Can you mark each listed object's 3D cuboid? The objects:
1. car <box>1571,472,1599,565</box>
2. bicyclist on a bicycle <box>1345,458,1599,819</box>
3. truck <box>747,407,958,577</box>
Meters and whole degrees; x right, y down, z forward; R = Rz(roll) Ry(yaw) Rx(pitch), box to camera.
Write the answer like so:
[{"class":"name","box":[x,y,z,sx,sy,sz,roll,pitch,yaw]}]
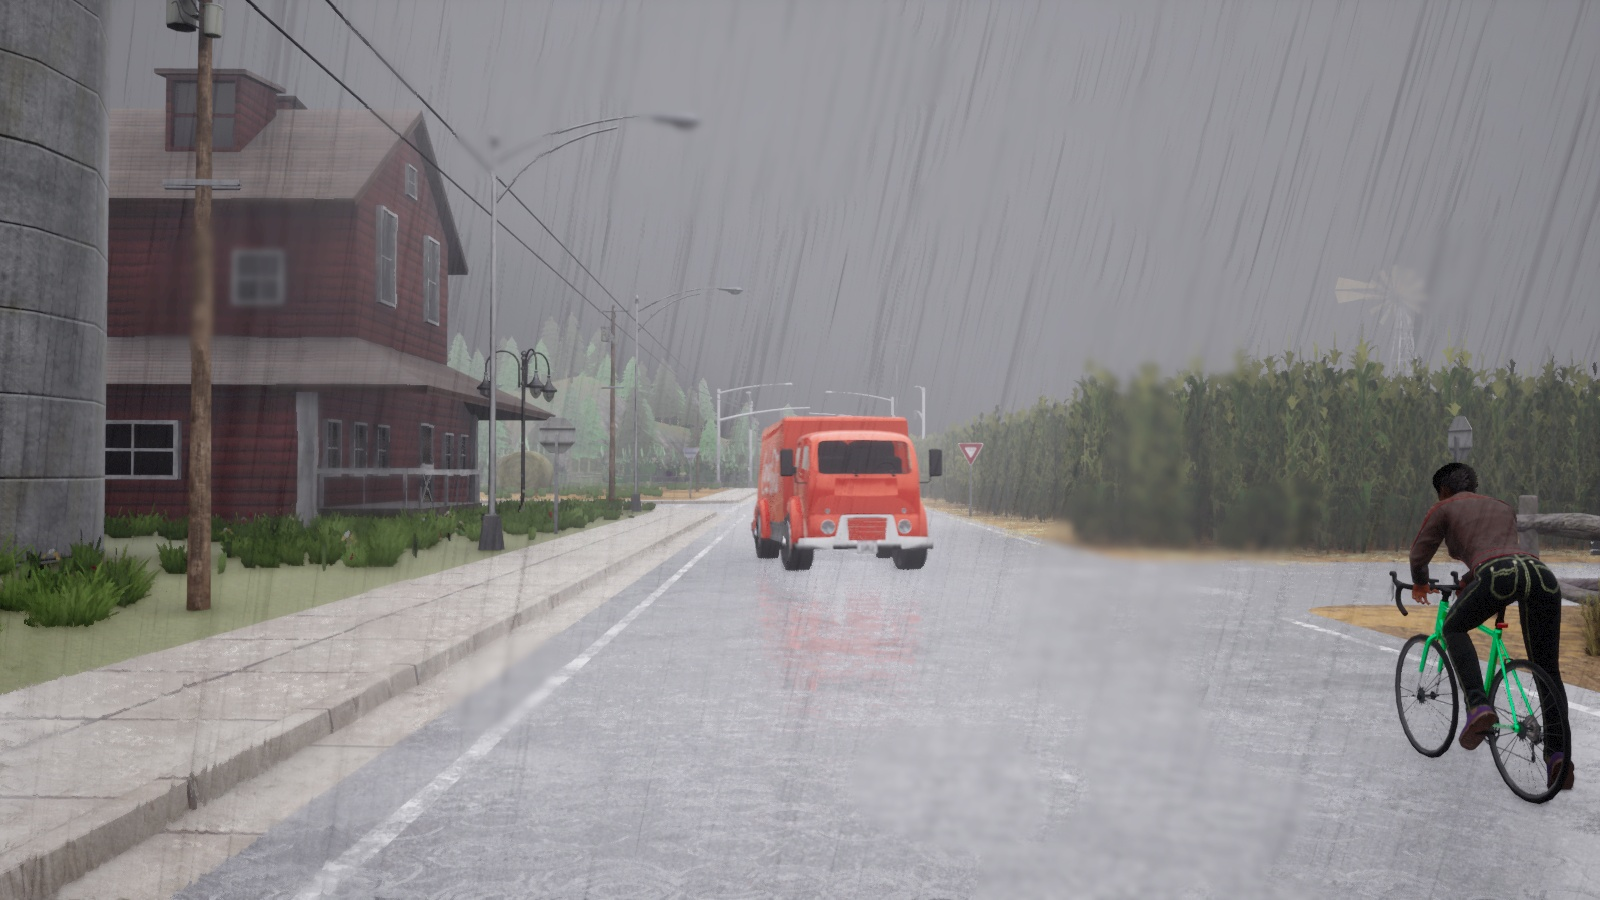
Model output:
[{"class":"car","box":[15.334,1.094,20.049,4.892,1.490,1.837,0,-1,0]},{"class":"bicyclist on a bicycle","box":[3.478,0.862,6.486,0.582,1.620,1.656,0,-1,0]},{"class":"truck","box":[0.676,0.690,21.106,2.627,2.467,5.204,-1,-2,-8]}]
